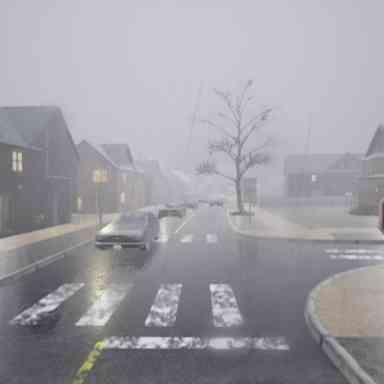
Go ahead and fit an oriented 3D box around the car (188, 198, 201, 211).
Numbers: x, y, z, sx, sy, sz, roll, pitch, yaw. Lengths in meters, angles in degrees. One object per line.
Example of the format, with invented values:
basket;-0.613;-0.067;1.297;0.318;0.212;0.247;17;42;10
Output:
car;-0.401;1.565;40.742;1.895;1.301;4.718;0;0;7

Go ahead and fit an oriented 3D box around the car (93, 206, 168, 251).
car;-2.496;1.534;14.291;2.033;1.411;5.357;0;0;3

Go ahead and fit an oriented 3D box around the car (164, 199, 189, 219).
car;-1.613;1.575;28.643;1.895;1.301;4.718;0;0;5

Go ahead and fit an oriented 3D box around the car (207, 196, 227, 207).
car;3.809;1.564;50.423;1.895;1.301;4.718;0;0;8

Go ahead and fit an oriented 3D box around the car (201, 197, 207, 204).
car;2.123;1.607;58.274;1.895;1.301;4.718;0;0;10
